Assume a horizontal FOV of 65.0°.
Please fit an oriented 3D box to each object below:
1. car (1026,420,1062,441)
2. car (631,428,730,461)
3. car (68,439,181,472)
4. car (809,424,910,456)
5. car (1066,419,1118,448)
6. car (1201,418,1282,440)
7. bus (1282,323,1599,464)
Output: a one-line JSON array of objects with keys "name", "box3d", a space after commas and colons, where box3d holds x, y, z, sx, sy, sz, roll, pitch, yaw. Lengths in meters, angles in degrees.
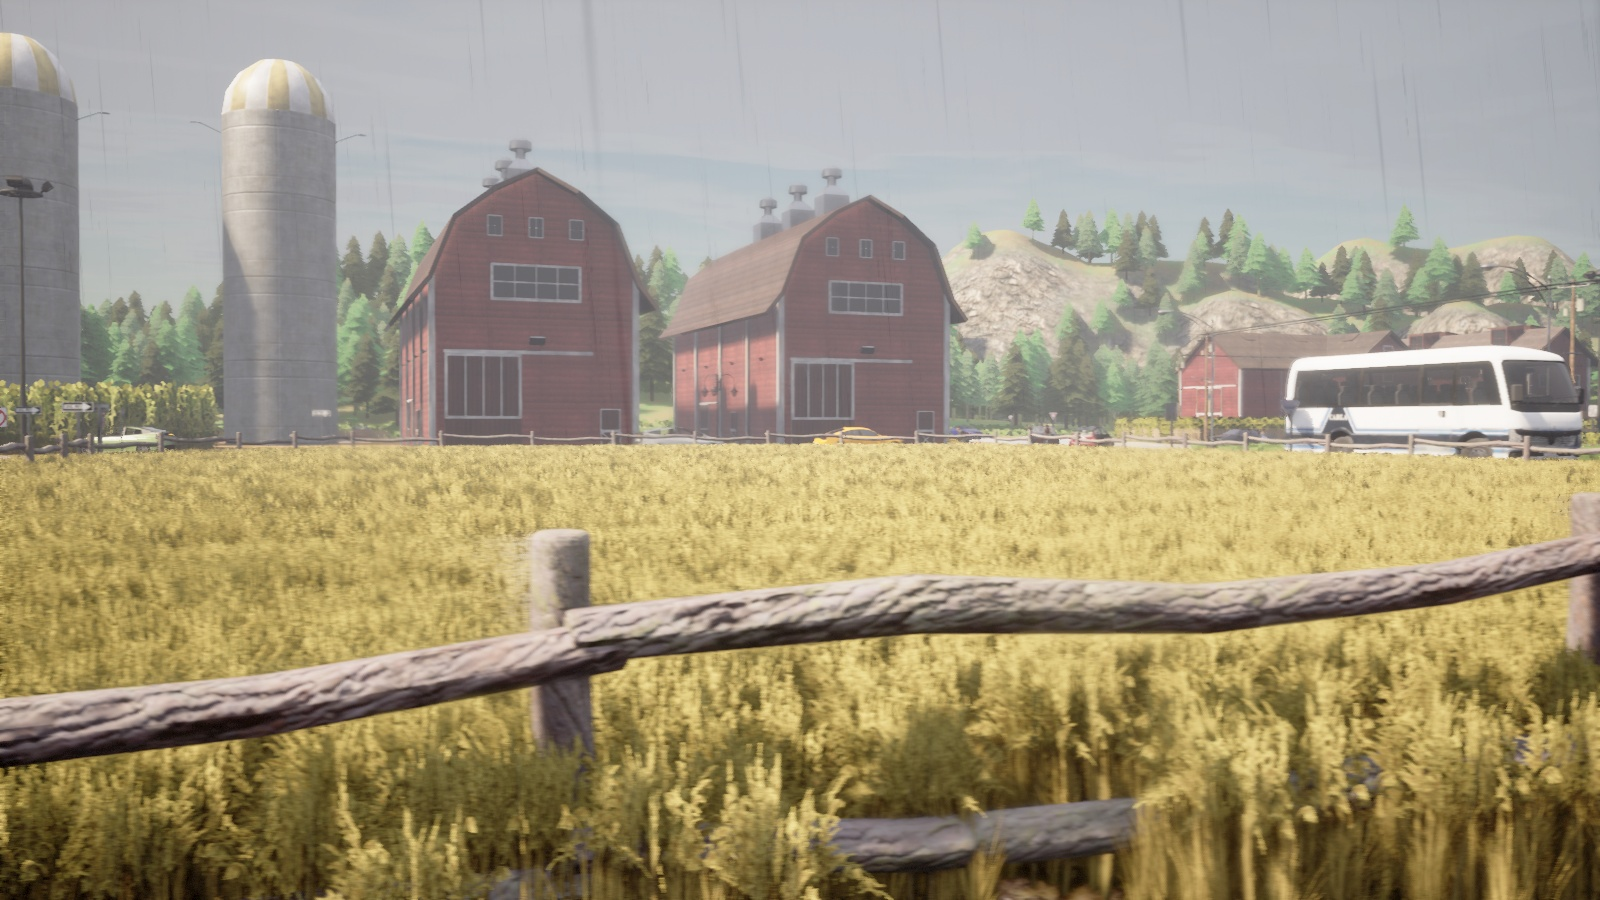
[{"name": "car", "box3d": [18.247, -1.478, 94.254, 2.163, 1.488, 4.792, -1, 1, 5]}, {"name": "car", "box3d": [-5.994, -0.306, 62.895, 4.514, 1.525, 2.007, -1, 1, -24]}, {"name": "car", "box3d": [-33.611, 0.267, 62.538, 4.514, 1.525, 2.007, -1, 1, 4]}, {"name": "car", "box3d": [3.181, -0.538, 66.802, 5.008, 1.535, 1.882, -2, 1, -20]}, {"name": "car", "box3d": [16.622, -0.930, 71.477, 1.789, 1.549, 3.705, 0, 2, 31]}, {"name": "car", "box3d": [31.556, -1.506, 89.762, 5.357, 1.411, 2.033, -2, 1, -20]}, {"name": "bus", "box3d": [21.833, -1.803, 43.181, 3.944, 4.253, 10.273, -2, 1, -21]}]
